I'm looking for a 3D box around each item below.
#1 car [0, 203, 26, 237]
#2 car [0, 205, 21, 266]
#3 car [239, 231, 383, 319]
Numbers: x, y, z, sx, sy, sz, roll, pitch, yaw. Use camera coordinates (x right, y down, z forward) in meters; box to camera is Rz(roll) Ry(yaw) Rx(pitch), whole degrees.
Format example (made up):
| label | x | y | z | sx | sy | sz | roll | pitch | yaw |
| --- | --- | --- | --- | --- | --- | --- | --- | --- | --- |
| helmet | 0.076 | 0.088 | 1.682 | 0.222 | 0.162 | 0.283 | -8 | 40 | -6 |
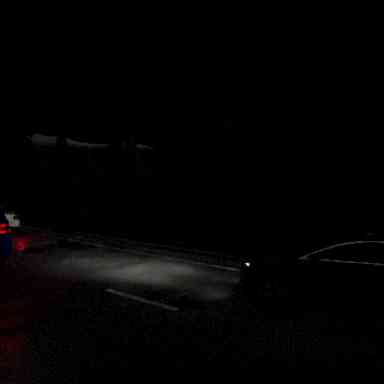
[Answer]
| label | x | y | z | sx | sy | sz | roll | pitch | yaw |
| --- | --- | --- | --- | --- | --- | --- | --- | --- | --- |
| car | -10.579 | 1.385 | 17.440 | 4.674 | 1.442 | 1.812 | 1 | 0 | 43 |
| car | -7.447 | 1.133 | 9.959 | 5.566 | 2.045 | 2.150 | 1 | 0 | 40 |
| car | 3.238 | 1.482 | 6.055 | 4.902 | 1.511 | 2.128 | 0 | 0 | 36 |
